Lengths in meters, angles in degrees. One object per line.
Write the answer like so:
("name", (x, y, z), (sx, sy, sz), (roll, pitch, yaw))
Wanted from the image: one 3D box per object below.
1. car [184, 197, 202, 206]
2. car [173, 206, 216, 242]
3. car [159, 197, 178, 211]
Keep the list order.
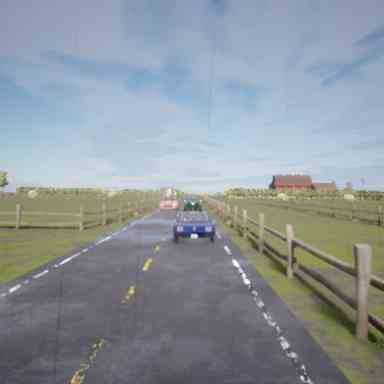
("car", (0.105, 1.365, 39.243), (2.097, 1.767, 4.553), (0, 0, 0))
("car", (0.099, 1.606, 16.389), (1.895, 1.301, 4.718), (0, 0, 0))
("car", (-2.817, 1.366, 41.314), (2.097, 1.767, 4.553), (0, 0, 0))
